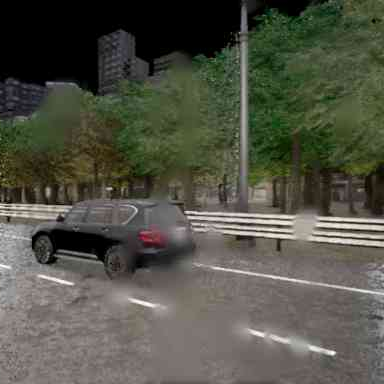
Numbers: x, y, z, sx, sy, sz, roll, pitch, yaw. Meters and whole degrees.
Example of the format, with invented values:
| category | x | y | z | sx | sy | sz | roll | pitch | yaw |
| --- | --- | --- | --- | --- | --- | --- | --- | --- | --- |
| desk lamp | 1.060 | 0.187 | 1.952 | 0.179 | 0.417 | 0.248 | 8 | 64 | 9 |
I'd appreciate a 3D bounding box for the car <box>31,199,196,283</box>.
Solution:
| category | x | y | z | sx | sy | sz | roll | pitch | yaw |
| --- | --- | --- | --- | --- | --- | --- | --- | --- | --- |
| car | -2.501 | 1.223 | 9.957 | 5.566 | 2.045 | 2.150 | 0 | 0 | 36 |
